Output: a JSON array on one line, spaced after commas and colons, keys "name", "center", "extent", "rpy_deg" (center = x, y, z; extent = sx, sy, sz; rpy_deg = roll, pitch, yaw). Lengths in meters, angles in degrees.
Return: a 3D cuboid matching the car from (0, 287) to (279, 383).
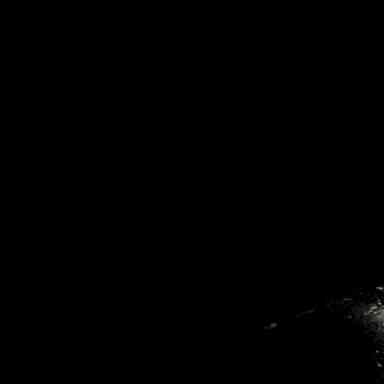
[{"name": "car", "center": [-1.641, 1.478, 1.897], "extent": [5.008, 1.535, 1.882], "rpy_deg": [0, 0, -36]}]
